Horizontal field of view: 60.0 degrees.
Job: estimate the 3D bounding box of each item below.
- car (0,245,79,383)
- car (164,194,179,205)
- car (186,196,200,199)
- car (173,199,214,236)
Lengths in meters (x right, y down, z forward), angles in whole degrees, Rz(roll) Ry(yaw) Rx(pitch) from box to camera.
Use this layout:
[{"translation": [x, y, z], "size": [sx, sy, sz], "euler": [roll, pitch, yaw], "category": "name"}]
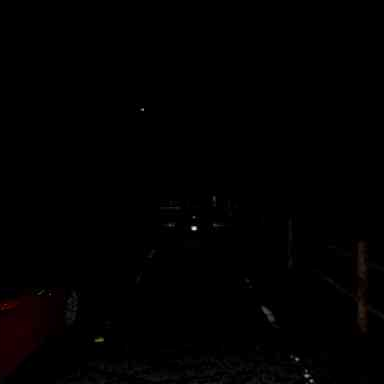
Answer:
[{"translation": [-2.836, 1.487, 4.075], "size": [1.812, 1.442, 4.674], "euler": [0, 1, 0], "category": "car"}, {"translation": [-2.754, 0.944, 45.917], "size": [2.033, 1.411, 5.357], "euler": [0, 0, 0], "category": "car"}, {"translation": [0.096, 1.175, 34.311], "size": [1.882, 1.535, 5.008], "euler": [0, 0, 0], "category": "car"}, {"translation": [0.099, 1.350, 17.340], "size": [1.837, 1.490, 4.892], "euler": [0, 1, 0], "category": "car"}]
